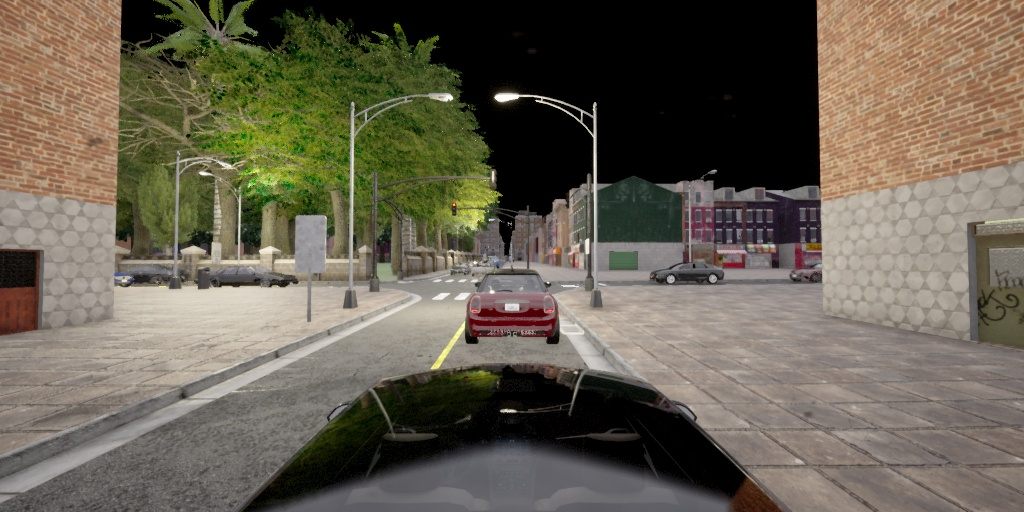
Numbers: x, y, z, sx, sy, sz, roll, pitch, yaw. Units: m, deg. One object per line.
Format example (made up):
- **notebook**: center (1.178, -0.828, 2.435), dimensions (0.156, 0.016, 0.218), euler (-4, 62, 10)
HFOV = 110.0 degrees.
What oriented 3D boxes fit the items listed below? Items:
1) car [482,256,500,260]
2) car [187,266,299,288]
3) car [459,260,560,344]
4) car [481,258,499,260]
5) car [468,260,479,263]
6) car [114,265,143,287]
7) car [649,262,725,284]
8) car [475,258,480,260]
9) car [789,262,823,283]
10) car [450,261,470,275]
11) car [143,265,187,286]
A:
- **car**: center (-3.142, 1.047, 57.592), dimensions (2.150, 2.045, 5.566), euler (0, 0, 0)
- **car**: center (-16.241, 1.288, 22.072), dimensions (5.357, 1.411, 2.033), euler (0, -1, 0)
- **car**: center (0.022, 1.106, 9.734), dimensions (2.097, 1.767, 4.553), euler (0, 0, 1)
- **car**: center (-3.060, 1.304, 46.929), dimensions (1.837, 1.490, 4.892), euler (0, 0, -1)
- **car**: center (-2.972, 1.382, 36.853), dimensions (1.895, 1.301, 4.718), euler (0, 0, 2)
- **car**: center (-26.151, 1.261, 22.023), dimensions (4.674, 1.442, 1.812), euler (0, -1, 0)
- **car**: center (12.214, 1.194, 25.193), dimensions (4.892, 1.490, 1.837), euler (-1, -1, 0)
- **car**: center (-5.589, 1.347, 45.645), dimensions (2.007, 1.370, 4.403), euler (0, 0, 0)
- **car**: center (22.242, 1.107, 25.269), dimensions (4.674, 1.442, 1.812), euler (-1, -1, 0)
- **car**: center (-5.553, 1.334, 38.509), dimensions (2.007, 1.370, 4.403), euler (0, 0, 0)
- **car**: center (-25.260, 1.330, 24.972), dimensions (4.674, 1.442, 1.812), euler (0, -1, 0)
